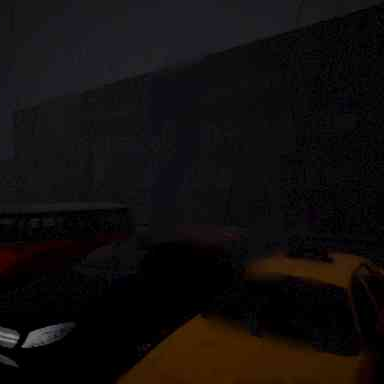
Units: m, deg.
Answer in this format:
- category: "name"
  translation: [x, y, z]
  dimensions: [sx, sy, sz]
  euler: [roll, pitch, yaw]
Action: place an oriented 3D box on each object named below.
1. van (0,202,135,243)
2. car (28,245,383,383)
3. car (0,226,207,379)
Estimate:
- category: "van"
  translation: [-3.307, 1.241, 7.191]
  dimensions: [1.878, 1.987, 4.442]
  euler: [0, 0, 35]
- category: "car"
  translation: [1.260, 1.475, 3.863]
  dimensions: [1.946, 1.575, 5.366]
  euler: [0, 0, 35]
- category: "car"
  translation: [-0.934, 1.512, 5.652]
  dimensions: [2.002, 1.452, 4.674]
  euler: [0, 0, 35]
